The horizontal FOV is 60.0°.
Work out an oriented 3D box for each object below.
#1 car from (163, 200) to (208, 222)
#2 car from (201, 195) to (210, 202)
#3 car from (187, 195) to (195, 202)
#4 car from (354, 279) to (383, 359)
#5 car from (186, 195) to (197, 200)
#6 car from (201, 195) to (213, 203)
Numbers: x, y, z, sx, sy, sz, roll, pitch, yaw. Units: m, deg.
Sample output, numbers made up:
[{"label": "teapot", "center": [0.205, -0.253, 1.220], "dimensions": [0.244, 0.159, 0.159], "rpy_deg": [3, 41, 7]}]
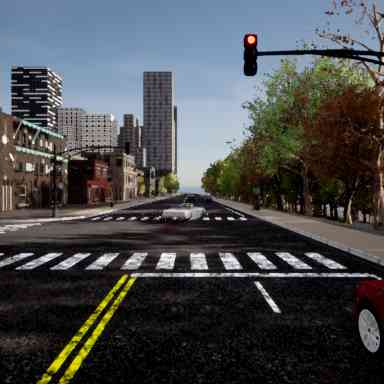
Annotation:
[{"label": "car", "center": [-0.536, 1.594, 26.282], "dimensions": [1.895, 1.301, 4.718], "rpy_deg": [0, 0, 20]}, {"label": "car", "center": [3.059, 1.470, 76.308], "dimensions": [1.837, 1.490, 4.892], "rpy_deg": [0, 0, 0]}, {"label": "car", "center": [-0.194, 1.494, 76.026], "dimensions": [1.812, 1.442, 4.674], "rpy_deg": [0, 0, 0]}, {"label": "car", "center": [3.342, 1.477, 2.948], "dimensions": [1.882, 1.535, 5.008], "rpy_deg": [0, 0, 0]}, {"label": "car", "center": [-0.060, 1.479, 62.546], "dimensions": [1.837, 1.490, 4.892], "rpy_deg": [0, -1, 0]}, {"label": "car", "center": [3.181, 1.523, 65.814], "dimensions": [2.033, 1.411, 5.357], "rpy_deg": [0, 0, 0]}]
